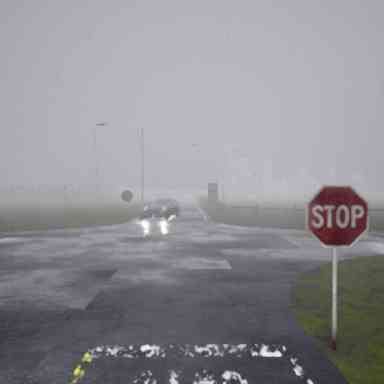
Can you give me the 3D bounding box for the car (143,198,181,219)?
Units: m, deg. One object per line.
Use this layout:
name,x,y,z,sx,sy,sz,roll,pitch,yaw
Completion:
car,-2.516,1.328,28.703,2.097,1.767,4.553,0,0,14

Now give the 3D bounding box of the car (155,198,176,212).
car,-3.107,1.468,39.257,2.128,1.511,4.902,0,0,-1
